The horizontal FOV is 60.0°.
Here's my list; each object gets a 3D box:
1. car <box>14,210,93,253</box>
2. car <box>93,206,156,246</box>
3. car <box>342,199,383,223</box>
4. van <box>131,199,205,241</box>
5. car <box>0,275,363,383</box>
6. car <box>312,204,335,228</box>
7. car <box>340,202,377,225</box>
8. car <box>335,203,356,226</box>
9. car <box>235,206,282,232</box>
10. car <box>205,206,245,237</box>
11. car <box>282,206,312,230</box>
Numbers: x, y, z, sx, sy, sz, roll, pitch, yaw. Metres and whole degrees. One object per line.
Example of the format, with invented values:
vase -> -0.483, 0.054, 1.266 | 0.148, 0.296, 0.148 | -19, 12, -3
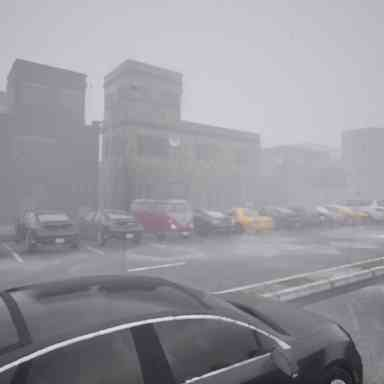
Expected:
car -> -6.229, 1.521, 14.128 | 2.231, 1.521, 4.892 | 1, 0, -36
car -> -3.987, 1.552, 15.729 | 2.231, 1.521, 4.892 | 1, 0, -36
car -> 13.943, 1.587, 28.579 | 2.435, 2.045, 5.566 | 1, -1, -36
van -> -1.575, 1.359, 17.315 | 1.878, 1.987, 4.442 | 1, 0, -35
car -> -0.480, 1.516, 2.789 | 4.892, 1.490, 1.837 | 1, 0, -35
car -> 7.210, 1.752, 23.771 | 2.163, 1.488, 4.792 | 1, -1, -36
car -> 11.711, 1.798, 26.956 | 2.097, 1.535, 5.008 | 1, -1, -36
car -> 9.468, 1.800, 25.351 | 2.002, 1.452, 4.674 | 1, -1, -36
car -> 2.633, 1.648, 20.693 | 1.946, 1.575, 5.366 | 1, -1, -36
car -> 0.498, 1.656, 18.937 | 2.002, 1.452, 4.674 | 1, 0, -36
car -> 4.987, 1.687, 22.139 | 2.231, 1.521, 4.892 | 1, -1, -36
